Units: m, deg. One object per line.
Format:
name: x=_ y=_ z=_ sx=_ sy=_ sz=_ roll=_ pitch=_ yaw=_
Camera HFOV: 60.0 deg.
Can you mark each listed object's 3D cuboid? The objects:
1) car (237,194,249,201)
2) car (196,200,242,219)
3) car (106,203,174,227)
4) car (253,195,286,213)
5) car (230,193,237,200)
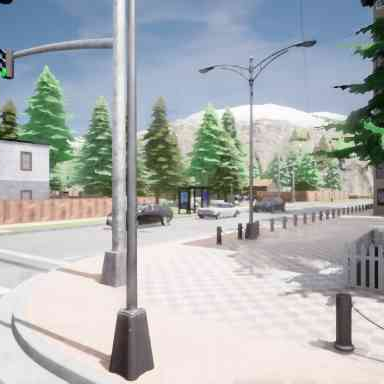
car: x=13.001 y=1.144 z=77.963 sx=1.932 sy=1.855 sz=4.605 roll=0 pitch=0 yaw=36
car: x=2.399 y=1.586 z=28.628 sx=1.895 sy=1.301 sz=4.718 roll=0 pitch=0 yaw=37
car: x=-3.223 y=1.476 z=21.240 sx=2.128 sy=1.511 sz=4.902 roll=0 pitch=0 yaw=37
car: x=8.594 y=1.337 z=36.734 sx=2.097 sy=1.767 sz=4.553 roll=0 pitch=0 yaw=38
car: x=10.737 y=1.146 z=79.124 sx=1.905 sy=1.878 sz=3.866 roll=0 pitch=0 yaw=36
